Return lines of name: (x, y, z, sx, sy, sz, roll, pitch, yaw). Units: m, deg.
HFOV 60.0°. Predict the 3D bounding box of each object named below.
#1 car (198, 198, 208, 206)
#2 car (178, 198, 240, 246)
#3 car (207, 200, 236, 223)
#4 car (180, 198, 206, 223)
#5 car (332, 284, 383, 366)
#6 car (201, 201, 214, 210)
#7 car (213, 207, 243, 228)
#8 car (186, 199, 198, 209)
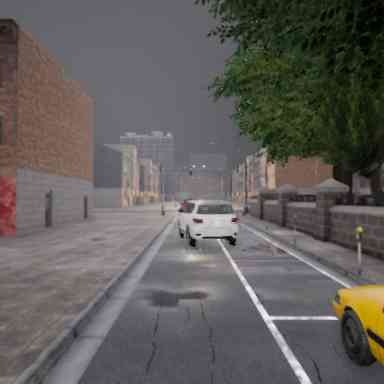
car: (2.587, 2.347, 78.762, 2.192, 1.841, 5.009, 0, -1, 0)
car: (0.651, 1.413, 16.568, 2.150, 2.045, 5.566, 0, -1, -9)
car: (2.626, 1.678, 30.587, 2.192, 1.841, 5.009, 1, -1, 0)
car: (0.058, 1.583, 30.435, 2.150, 2.045, 5.566, 0, -1, 0)
car: (3.023, 1.491, 2.909, 1.801, 1.575, 5.366, 0, -1, 0)
car: (2.602, 2.261, 57.012, 1.887, 1.381, 4.507, 1, -1, 0)
car: (2.627, 1.877, 25.135, 1.802, 1.307, 4.206, 1, -1, 0)
car: (0.053, 2.140, 62.117, 2.097, 1.767, 4.553, 0, -1, 0)
